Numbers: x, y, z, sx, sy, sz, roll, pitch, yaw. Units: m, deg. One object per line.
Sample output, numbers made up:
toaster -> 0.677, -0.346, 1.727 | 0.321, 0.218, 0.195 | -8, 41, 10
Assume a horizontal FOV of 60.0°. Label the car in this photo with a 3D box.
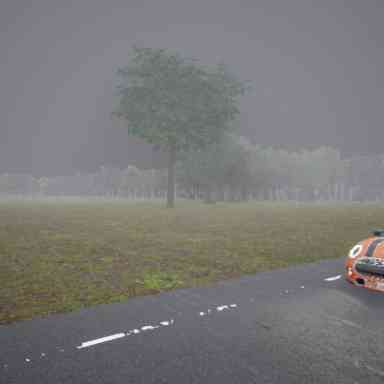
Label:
car -> 5.773, 1.360, 8.123 | 4.553, 1.767, 2.097 | 0, 0, -35
